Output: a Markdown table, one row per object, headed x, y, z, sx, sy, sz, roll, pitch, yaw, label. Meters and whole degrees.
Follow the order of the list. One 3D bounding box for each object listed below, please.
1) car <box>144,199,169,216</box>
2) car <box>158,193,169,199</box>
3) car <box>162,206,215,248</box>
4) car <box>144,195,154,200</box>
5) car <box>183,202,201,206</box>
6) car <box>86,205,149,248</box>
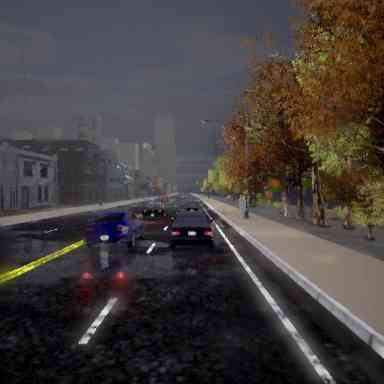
| x | y | z | sx | sy | sz | roll | pitch | yaw | label |
| --- | --- | --- | --- | --- | --- | --- | --- | --- | --- |
| -3.250 | 1.608 | 29.681 | 1.895 | 1.301 | 4.718 | 0 | 0 | 0 | car |
| -6.501 | 1.167 | 75.896 | 2.150 | 2.045 | 5.566 | 0 | 0 | 0 | car |
| 0.000 | 1.557 | 14.651 | 2.033 | 1.411 | 5.357 | 0 | 0 | 0 | car |
| -9.750 | 1.466 | 75.927 | 1.812 | 1.442 | 4.674 | 0 | 0 | 0 | car |
| 0.000 | 1.555 | 29.652 | 2.033 | 1.411 | 5.357 | 0 | 0 | 0 | car |
| -3.249 | 1.527 | 14.651 | 1.812 | 1.442 | 4.674 | 0 | 0 | 0 | car |
